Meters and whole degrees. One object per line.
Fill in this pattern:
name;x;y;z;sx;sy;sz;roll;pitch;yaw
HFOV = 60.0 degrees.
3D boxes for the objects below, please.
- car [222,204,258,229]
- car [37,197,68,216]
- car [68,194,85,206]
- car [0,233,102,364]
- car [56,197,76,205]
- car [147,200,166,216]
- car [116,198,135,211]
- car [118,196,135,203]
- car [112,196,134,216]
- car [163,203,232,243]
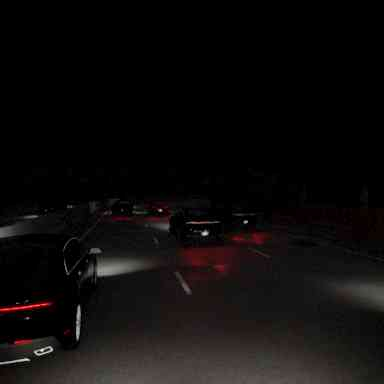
car;2.593;1.516;21.400;2.128;1.511;4.902;0;0;-11
car;-14.352;1.553;34.060;1.837;1.490;4.892;0;0;-10
car;-20.153;1.312;57.099;2.150;2.045;5.566;0;0;1
car;-2.811;1.514;6.023;1.837;1.490;4.892;0;0;-11
car;-23.443;1.673;62.259;1.994;1.385;4.181;0;0;3
car;-3.454;1.569;33.770;1.812;1.442;4.674;0;0;-11
car;-8.672;1.546;43.559;2.128;1.511;4.902;0;0;-7
car;-14.735;1.587;75.174;2.128;1.511;4.902;0;0;11
car;-6.867;1.522;32.895;1.882;1.535;5.008;0;0;-11
car;0.055;1.511;16.258;2.128;1.511;4.902;0;0;-11
